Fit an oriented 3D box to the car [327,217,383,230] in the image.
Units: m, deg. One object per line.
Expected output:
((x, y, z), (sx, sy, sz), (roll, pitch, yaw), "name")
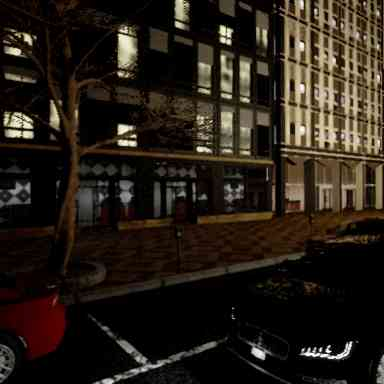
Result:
((5.259, 1.475, 10.053), (4.507, 1.381, 1.887), (0, 0, -36), "car")

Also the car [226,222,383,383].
((2.685, 1.470, 5.000), (4.892, 1.490, 1.837), (0, 0, -36), "car")

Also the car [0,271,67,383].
((-3.763, 1.553, 3.594), (4.507, 1.381, 1.887), (0, 0, -35), "car")
